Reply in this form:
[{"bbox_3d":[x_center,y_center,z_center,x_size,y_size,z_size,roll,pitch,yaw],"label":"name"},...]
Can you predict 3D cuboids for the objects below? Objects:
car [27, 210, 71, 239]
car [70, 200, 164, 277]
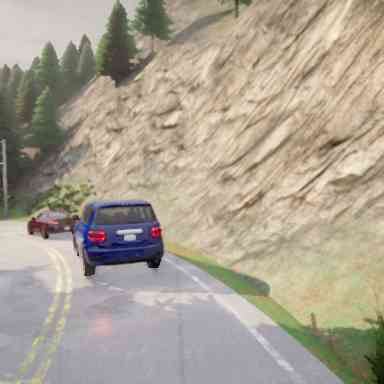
[{"bbox_3d":[-7.945,1.744,18.970,1.812,1.442,4.674,-3,1,-40],"label":"car"},{"bbox_3d":[-2.611,1.286,10.949,2.150,2.045,5.566,-2,0,-23],"label":"car"}]
